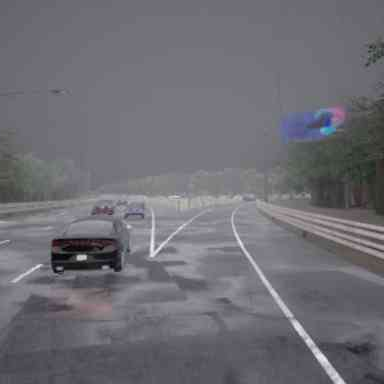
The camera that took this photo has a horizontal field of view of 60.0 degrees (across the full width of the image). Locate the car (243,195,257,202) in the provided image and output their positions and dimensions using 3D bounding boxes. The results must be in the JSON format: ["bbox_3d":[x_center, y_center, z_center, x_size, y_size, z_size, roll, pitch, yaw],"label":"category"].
[{"bbox_3d":[13.654,1.651,80.802,1.837,1.490,4.892,0,0,23],"label":"car"}]

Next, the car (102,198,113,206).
[{"bbox_3d":[-18.697,2.169,73.674,1.882,1.535,5.008,0,-1,-10],"label":"car"}]

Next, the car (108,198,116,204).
[{"bbox_3d":[-22.105,2.456,91.937,2.128,1.511,4.902,0,-1,-11],"label":"car"}]

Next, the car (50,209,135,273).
[{"bbox_3d":[-3.093,1.544,10.986,1.882,1.535,5.008,0,0,-6],"label":"car"}]

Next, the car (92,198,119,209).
[{"bbox_3d":[-9.362,1.616,35.738,2.097,1.767,4.553,0,0,-7],"label":"car"}]

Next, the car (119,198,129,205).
[{"bbox_3d":[-13.757,1.934,65.993,2.097,1.767,4.553,0,0,-9],"label":"car"}]

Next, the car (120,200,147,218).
[{"bbox_3d":[-5.555,1.770,32.743,2.033,1.411,5.357,0,0,-7],"label":"car"}]

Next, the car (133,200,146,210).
[{"bbox_3d":[-7.792,1.918,49.574,1.812,1.442,4.674,0,-1,-8],"label":"car"}]

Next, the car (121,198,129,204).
[{"bbox_3d":[-18.504,2.386,91.752,1.882,1.535,5.008,0,-1,-11],"label":"car"}]
